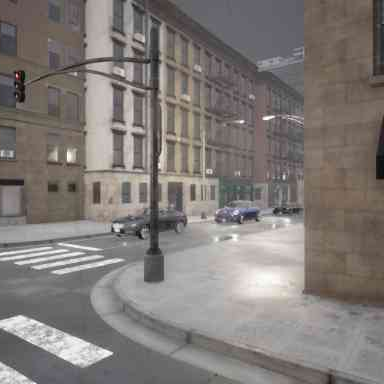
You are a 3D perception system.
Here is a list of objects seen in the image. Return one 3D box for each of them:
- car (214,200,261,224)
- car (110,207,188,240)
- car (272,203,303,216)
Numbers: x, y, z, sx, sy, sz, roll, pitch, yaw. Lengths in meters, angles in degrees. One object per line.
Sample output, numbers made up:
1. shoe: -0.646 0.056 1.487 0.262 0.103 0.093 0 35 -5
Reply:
1. car: 3.631 1.480 25.993 2.097 1.767 4.553 0 0 36
2. car: -2.161 1.568 17.842 2.128 1.511 4.902 0 0 35
3. car: 10.092 1.788 35.042 1.895 1.301 4.718 0 0 35
